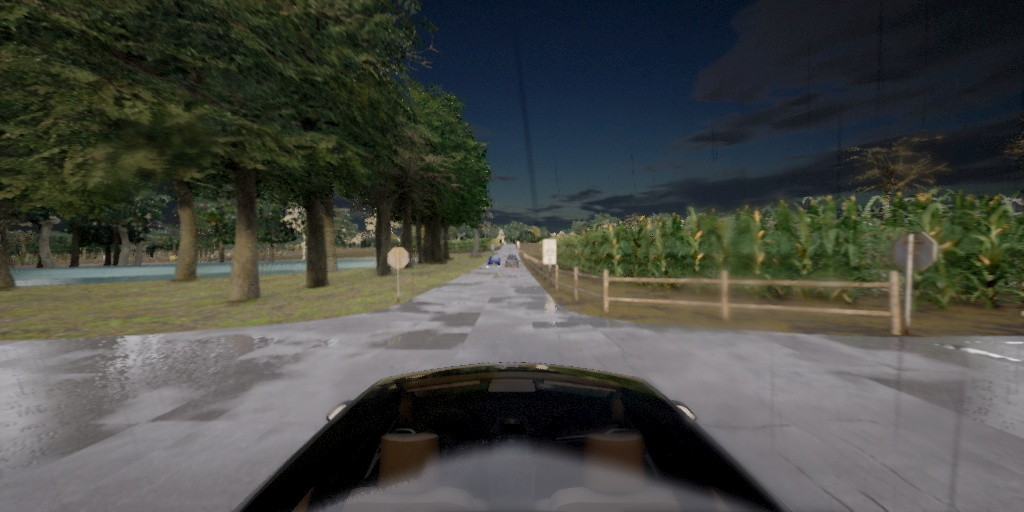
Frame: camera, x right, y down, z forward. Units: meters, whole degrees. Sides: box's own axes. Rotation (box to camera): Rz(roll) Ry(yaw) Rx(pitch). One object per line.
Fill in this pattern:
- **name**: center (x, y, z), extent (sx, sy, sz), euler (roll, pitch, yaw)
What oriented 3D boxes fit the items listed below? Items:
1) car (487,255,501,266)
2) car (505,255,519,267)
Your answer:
- **car**: center (-2.736, 0.639, 55.361), extent (1.882, 1.535, 5.008), euler (0, 1, 0)
- **car**: center (0.012, 0.769, 50.356), extent (2.128, 1.511, 4.902), euler (0, 1, 0)
